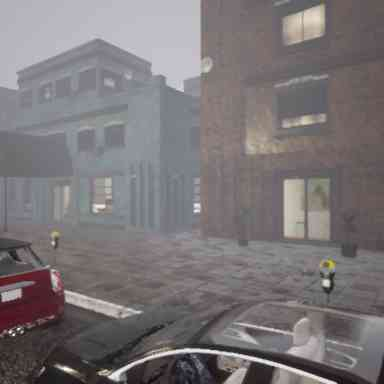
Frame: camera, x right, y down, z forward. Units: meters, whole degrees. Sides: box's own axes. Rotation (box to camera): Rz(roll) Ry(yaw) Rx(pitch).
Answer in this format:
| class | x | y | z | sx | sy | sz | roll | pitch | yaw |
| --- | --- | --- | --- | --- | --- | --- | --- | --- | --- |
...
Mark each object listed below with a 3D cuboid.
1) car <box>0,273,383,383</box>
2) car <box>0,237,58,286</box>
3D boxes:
| class | x | y | z | sx | sy | sz | roll | pitch | yaw |
| --- | --- | --- | --- | --- | --- | --- | --- | --- | --- |
| car | 0.541 | 1.556 | 2.486 | 4.403 | 1.369 | 2.008 | 0 | 0 | 35 |
| car | -4.098 | 1.482 | 5.793 | 4.097 | 1.590 | 1.967 | 0 | 0 | 35 |
